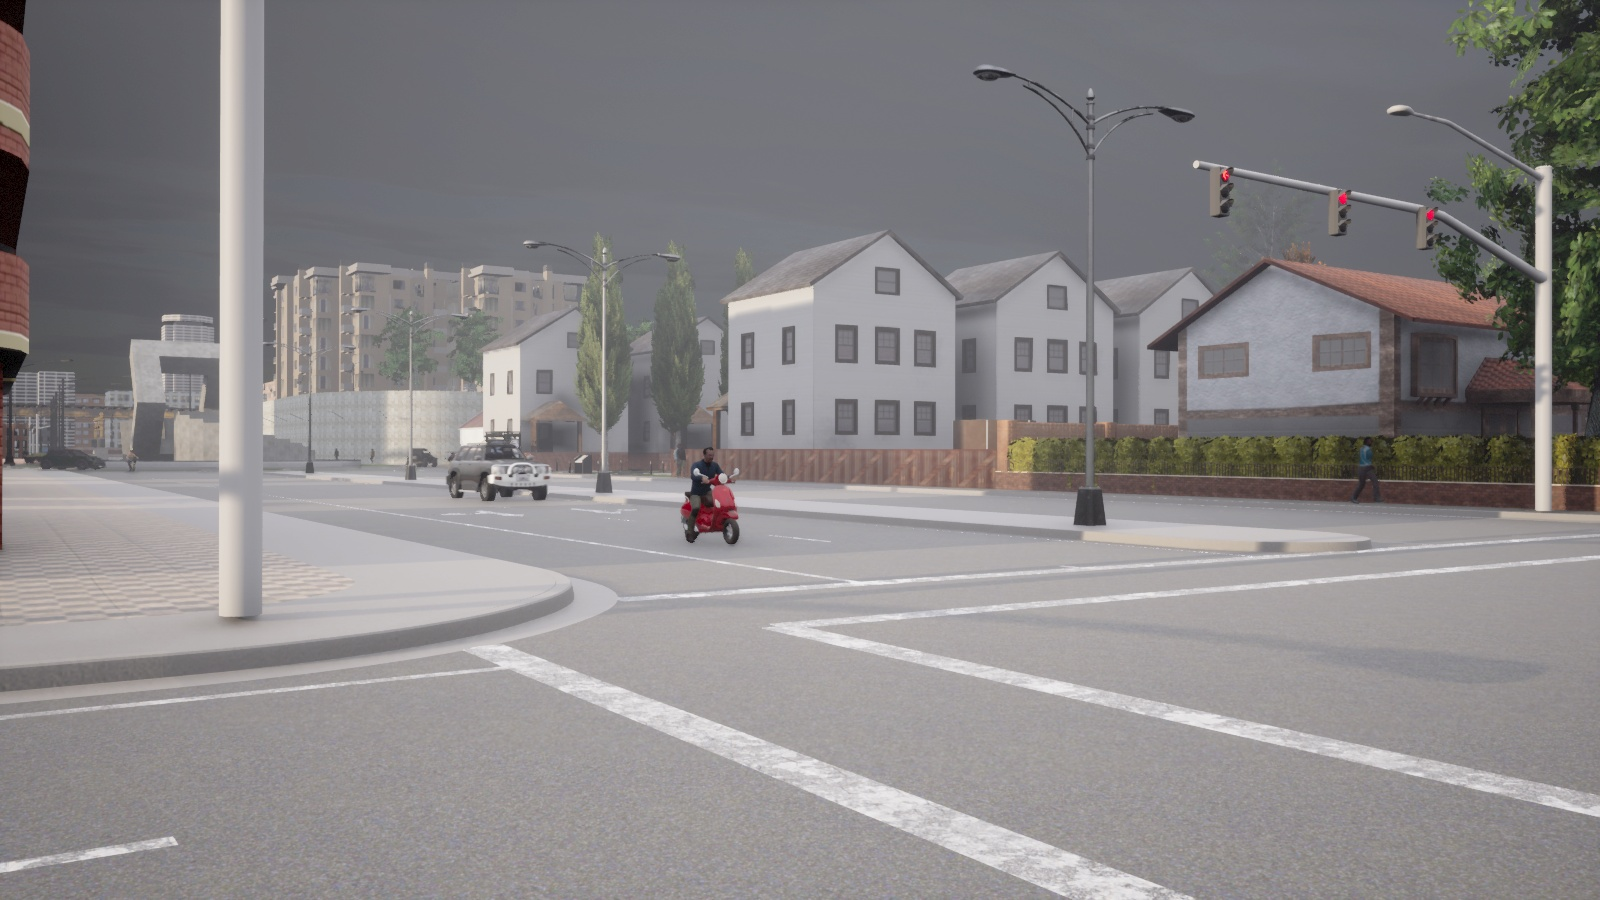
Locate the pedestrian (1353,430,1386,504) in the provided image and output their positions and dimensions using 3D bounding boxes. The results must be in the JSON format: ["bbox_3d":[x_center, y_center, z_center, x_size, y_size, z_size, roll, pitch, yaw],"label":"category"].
[{"bbox_3d":[15.186,0.450,33.479,0.396,1.930,0.692,0,0,-32],"label":"pedestrian"}]

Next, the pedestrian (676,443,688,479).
[{"bbox_3d":[-6.222,0.575,66.225,0.431,1.840,0.703,0,0,-26],"label":"pedestrian"}]

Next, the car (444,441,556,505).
[{"bbox_3d":[-9.407,0.677,39.167,1.932,1.855,4.605,0,0,-33],"label":"car"}]

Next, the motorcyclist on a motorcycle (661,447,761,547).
[{"bbox_3d":[-1.492,0.752,20.841,0.866,1.590,1.817,0,-1,-33],"label":"motorcyclist on a motorcycle"}]
